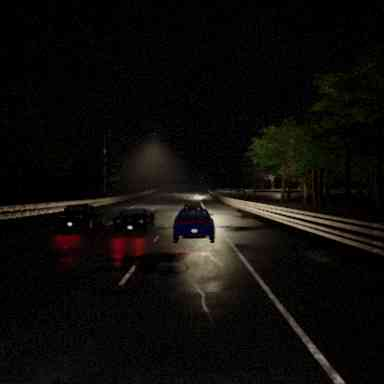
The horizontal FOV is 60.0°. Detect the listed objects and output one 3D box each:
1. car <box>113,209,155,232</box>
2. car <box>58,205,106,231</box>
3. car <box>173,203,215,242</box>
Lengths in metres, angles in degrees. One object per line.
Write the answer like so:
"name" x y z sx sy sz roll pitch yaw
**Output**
"car" -3.407 1.665 20.522 1.895 1.301 4.718 0 0 0
"car" -6.908 1.570 21.228 1.837 1.490 4.892 0 0 0
"car" 0.093 1.534 16.890 1.882 1.535 5.008 0 0 0
